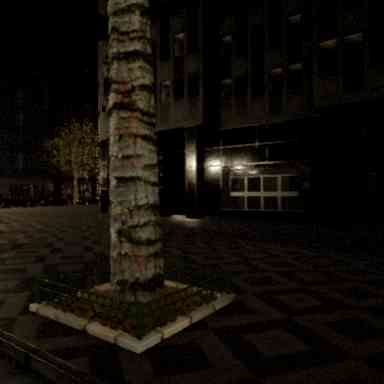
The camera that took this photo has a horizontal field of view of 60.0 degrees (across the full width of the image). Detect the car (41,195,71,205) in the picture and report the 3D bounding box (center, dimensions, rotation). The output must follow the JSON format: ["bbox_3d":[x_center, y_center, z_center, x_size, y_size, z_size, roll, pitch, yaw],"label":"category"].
[{"bbox_3d":[-22.417,1.297,54.977,1.967,1.590,4.097,0,0,35],"label":"car"}]

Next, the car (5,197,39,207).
[{"bbox_3d":[-25.618,1.455,50.335,1.802,1.307,4.206,0,0,35],"label":"car"}]

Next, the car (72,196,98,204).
[{"bbox_3d":[-19.213,1.425,59.619,1.802,1.307,4.206,0,0,35],"label":"car"}]

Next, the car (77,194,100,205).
[{"bbox_3d":[-15.401,1.352,50.132,1.947,1.339,4.313,0,0,35],"label":"car"}]

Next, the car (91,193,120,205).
[{"bbox_3d":[-14.521,1.146,56.111,2.097,1.767,4.553,-1,0,35],"label":"car"}]

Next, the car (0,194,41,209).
[{"bbox_3d":[-21.806,1.134,40.850,2.192,1.841,5.009,0,0,35],"label":"car"}]

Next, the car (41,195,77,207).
[{"bbox_3d":[-18.603,1.368,45.491,1.947,1.339,4.313,0,0,35],"label":"car"}]

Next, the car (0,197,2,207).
[{"bbox_3d":[-28.820,1.456,45.693,1.947,1.339,4.313,0,0,35],"label":"car"}]
